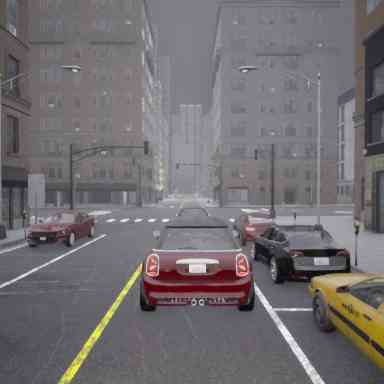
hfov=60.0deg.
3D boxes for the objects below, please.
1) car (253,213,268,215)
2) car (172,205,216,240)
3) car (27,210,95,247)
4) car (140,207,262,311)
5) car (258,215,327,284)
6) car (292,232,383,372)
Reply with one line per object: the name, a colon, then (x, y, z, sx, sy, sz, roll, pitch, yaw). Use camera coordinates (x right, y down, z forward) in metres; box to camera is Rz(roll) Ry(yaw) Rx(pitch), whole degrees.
car: (2.841, 1.576, 14.987, 1.802, 1.307, 4.206, -1, 0, 0)
car: (0.066, 1.541, 18.144, 2.033, 1.411, 5.357, 0, 0, 0)
car: (-5.705, 1.539, 14.969, 1.887, 1.381, 4.507, -1, 0, 0)
car: (0.087, 1.349, 7.905, 2.097, 1.767, 4.553, 0, 0, 0)
car: (2.850, 1.562, 9.401, 1.947, 1.339, 4.313, -1, 0, 0)
car: (2.859, 1.524, 3.985, 1.752, 1.417, 4.829, -1, 0, 0)
